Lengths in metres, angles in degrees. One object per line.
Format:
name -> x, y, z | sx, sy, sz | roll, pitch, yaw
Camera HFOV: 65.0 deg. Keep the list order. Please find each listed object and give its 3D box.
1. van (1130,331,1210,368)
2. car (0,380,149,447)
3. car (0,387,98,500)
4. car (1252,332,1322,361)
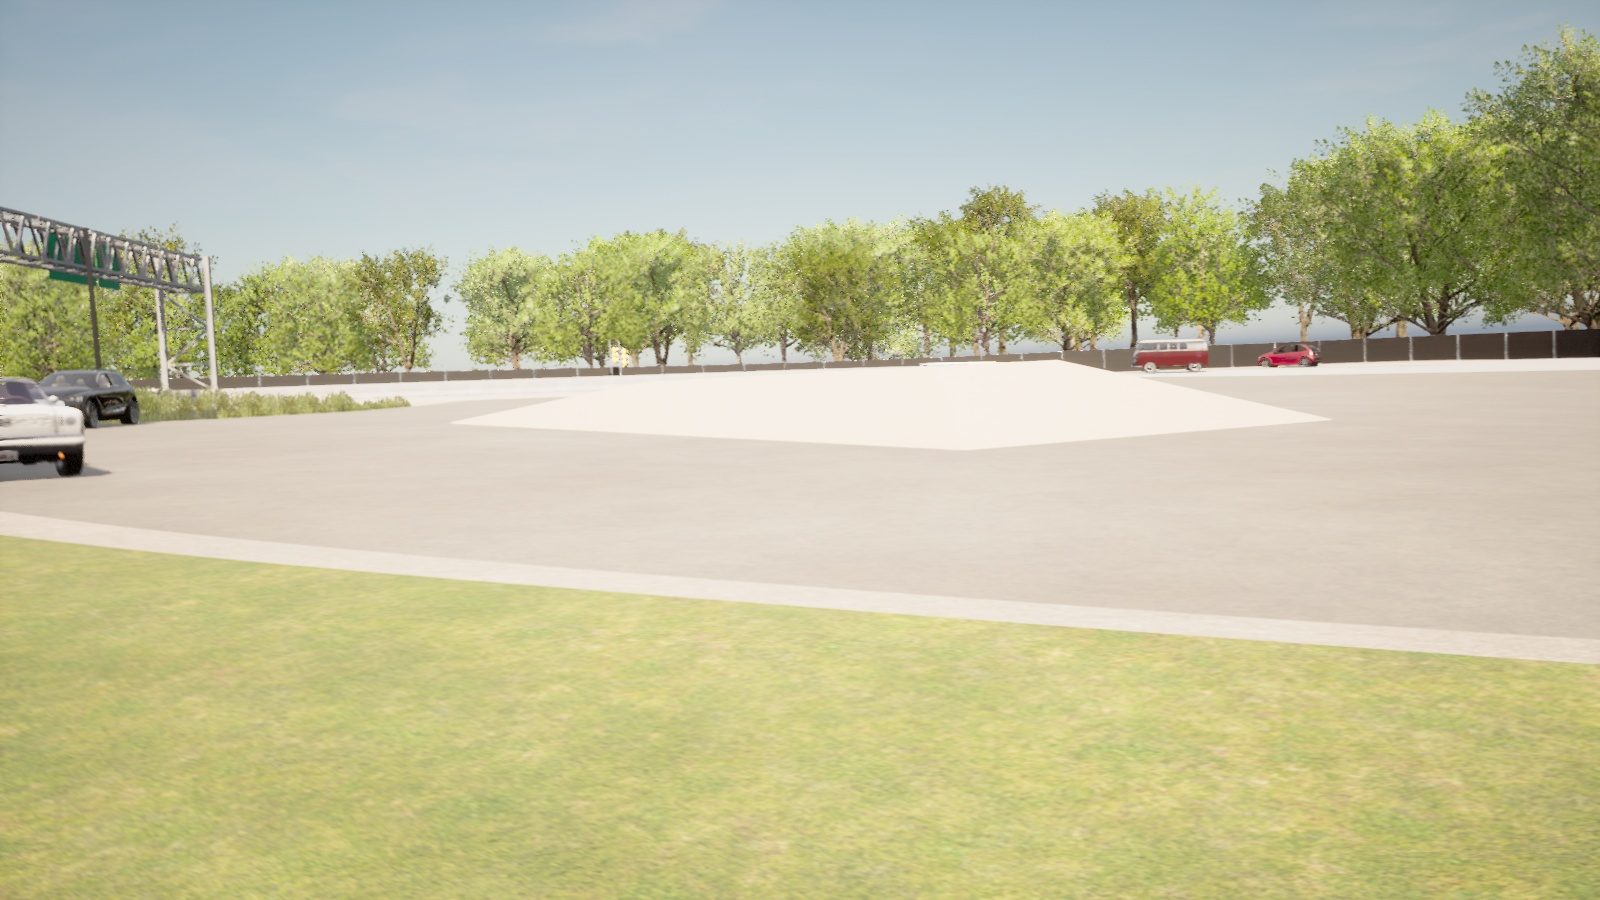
van -> 21.990, -5.987, 74.795 | 4.442, 1.987, 1.775 | -2, 4, 13
car -> -20.044, -1.062, 34.807 | 2.033, 1.649, 4.856 | -2, 3, -8
car -> -10.872, -0.123, 16.521 | 1.895, 1.301, 4.718 | -5, 5, -40
car -> 33.255, -7.066, 85.788 | 3.988, 1.617, 1.851 | -1, 5, 40
